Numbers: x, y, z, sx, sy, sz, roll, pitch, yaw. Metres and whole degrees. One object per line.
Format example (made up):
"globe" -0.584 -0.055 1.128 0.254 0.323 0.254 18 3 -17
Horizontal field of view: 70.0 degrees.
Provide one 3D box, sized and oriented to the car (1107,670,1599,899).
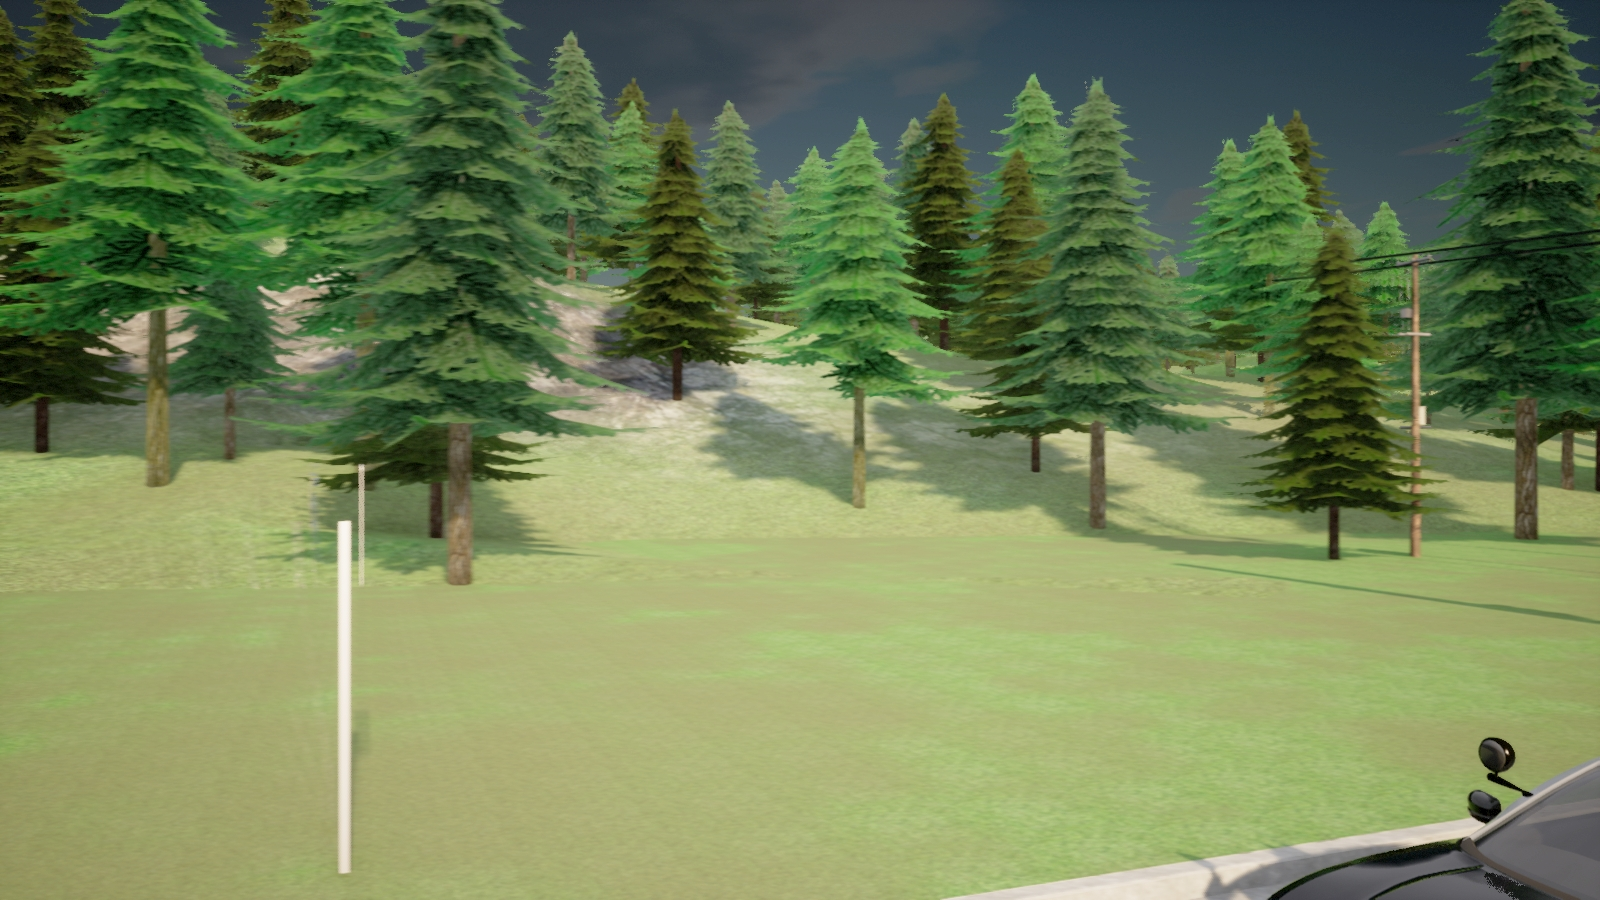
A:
"car" 4.171 1.982 4.904 5.238 1.638 2.097 0 0 -19
